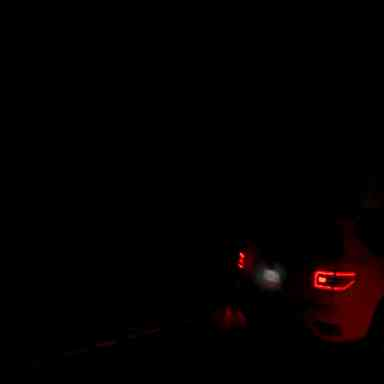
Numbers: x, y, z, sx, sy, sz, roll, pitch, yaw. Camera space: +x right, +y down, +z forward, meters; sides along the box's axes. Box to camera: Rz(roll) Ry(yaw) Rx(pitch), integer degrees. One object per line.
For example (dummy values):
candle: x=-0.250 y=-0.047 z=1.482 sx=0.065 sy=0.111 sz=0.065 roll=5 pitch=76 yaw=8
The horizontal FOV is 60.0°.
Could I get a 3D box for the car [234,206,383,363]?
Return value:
car: x=3.272 y=1.284 z=6.208 sx=5.566 sy=2.045 sz=2.150 roll=1 pitch=-1 yaw=-36
